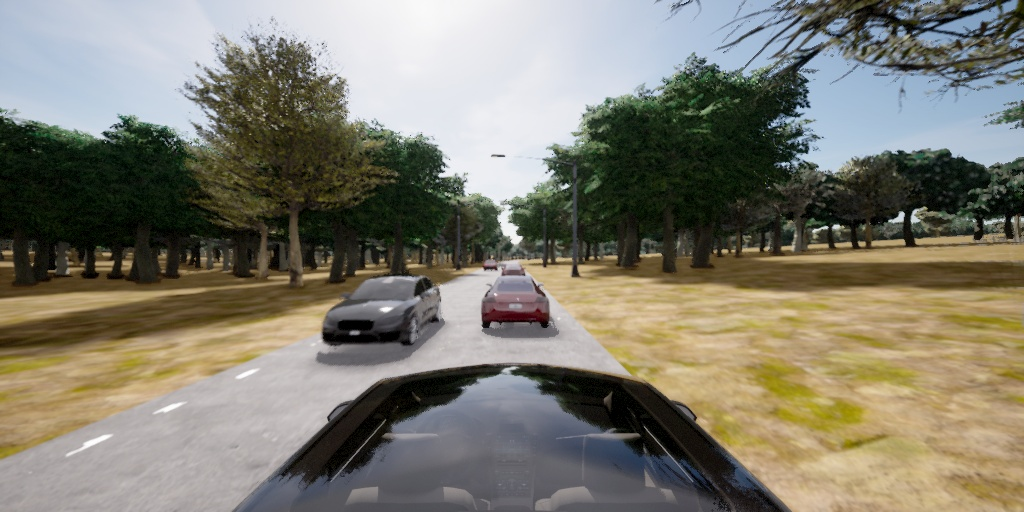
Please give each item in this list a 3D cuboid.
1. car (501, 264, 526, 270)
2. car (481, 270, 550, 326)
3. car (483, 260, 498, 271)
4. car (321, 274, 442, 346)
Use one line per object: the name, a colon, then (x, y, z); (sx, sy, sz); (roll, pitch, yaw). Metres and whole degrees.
car: (0.104, 1.312, 27.836); (1.812, 1.442, 4.674); (0, 0, 0)
car: (0.098, 1.324, 11.656); (1.994, 1.385, 4.181); (0, 0, 0)
car: (-3.069, 1.327, 51.191); (1.882, 1.535, 5.008); (0, 0, 0)
car: (-3.099, 1.262, 9.496); (1.837, 1.490, 4.892); (0, 0, 0)
